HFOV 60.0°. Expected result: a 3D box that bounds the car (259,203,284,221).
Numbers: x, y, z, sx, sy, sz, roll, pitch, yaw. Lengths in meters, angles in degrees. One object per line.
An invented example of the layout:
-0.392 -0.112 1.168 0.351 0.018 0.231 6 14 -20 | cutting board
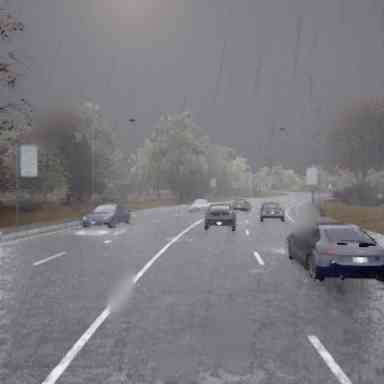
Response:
6.418 1.564 26.902 2.033 1.411 5.357 0 0 11 | car

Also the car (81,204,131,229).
-5.350 1.500 21.484 1.812 1.442 4.674 0 0 9 | car

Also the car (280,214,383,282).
4.118 1.575 9.846 1.994 1.385 4.181 0 0 4 | car

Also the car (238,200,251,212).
5.835 1.574 39.098 1.994 1.385 4.181 0 0 16 | car

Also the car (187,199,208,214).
1.014 1.517 35.482 1.812 1.442 4.674 0 0 15 | car

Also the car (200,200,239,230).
1.875 1.506 21.086 1.837 1.490 4.892 0 0 8 | car
